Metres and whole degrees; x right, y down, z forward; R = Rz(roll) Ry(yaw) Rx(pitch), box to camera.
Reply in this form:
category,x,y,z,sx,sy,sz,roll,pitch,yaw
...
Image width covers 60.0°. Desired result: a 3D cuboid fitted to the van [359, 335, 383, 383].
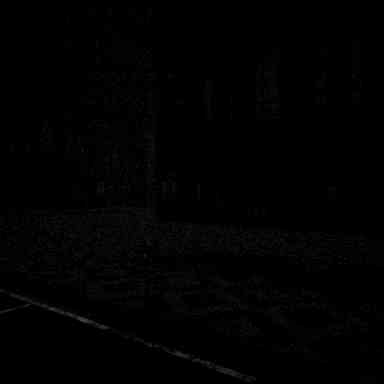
category,x,y,z,sx,sy,sz,roll,pitch,yaw
van,2.692,1.341,1.063,3.998,1.788,1.690,0,0,35
